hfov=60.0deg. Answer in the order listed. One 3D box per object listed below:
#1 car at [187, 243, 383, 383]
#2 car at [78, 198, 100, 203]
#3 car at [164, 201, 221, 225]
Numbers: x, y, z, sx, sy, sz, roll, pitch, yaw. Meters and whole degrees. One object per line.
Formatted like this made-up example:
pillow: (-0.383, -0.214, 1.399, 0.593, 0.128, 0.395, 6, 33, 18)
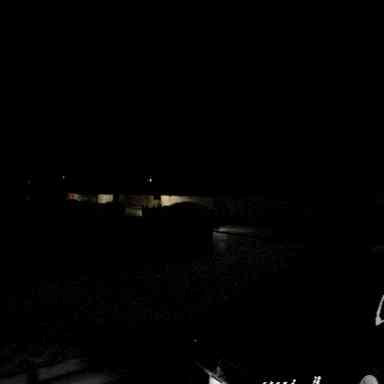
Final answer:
car: (2.202, 1.550, 4.516, 4.892, 1.490, 1.837, 0, 0, -36)
car: (-12.748, 1.410, 40.317, 1.895, 1.301, 4.718, 0, 0, -35)
car: (-0.097, 1.392, 22.556, 1.882, 1.535, 5.008, 0, 0, -36)
